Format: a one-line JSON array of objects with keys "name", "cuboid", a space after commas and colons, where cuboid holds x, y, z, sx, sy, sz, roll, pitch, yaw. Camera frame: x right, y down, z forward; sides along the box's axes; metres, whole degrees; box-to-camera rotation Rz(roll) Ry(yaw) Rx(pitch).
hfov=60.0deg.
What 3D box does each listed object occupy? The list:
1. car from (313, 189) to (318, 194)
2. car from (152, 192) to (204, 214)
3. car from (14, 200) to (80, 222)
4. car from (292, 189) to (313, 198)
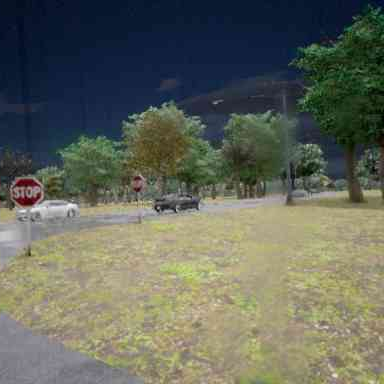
[{"name": "car", "cuboid": [29.928, -0.035, 83.124, 1.895, 1.301, 4.718, -4, -1, 34]}, {"name": "car", "cuboid": [-0.971, 0.810, 25.437, 1.837, 1.490, 4.892, -4, -1, 34]}, {"name": "car", "cuboid": [-10.367, 1.340, 24.073, 1.812, 1.442, 4.674, -4, -1, 34]}, {"name": "car", "cuboid": [16.752, 0.261, 51.482, 1.994, 1.385, 4.181, -4, -1, 33]}]
